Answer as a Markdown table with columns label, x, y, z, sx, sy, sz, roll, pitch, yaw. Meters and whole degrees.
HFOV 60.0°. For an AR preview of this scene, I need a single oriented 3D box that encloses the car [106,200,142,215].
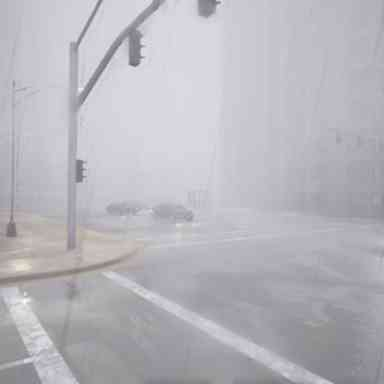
| label | x | y | z | sx | sy | sz | roll | pitch | yaw |
| --- | --- | --- | --- | --- | --- | --- | --- | --- | --- |
| car | -7.677 | 1.786 | 36.252 | 1.895 | 1.301 | 4.718 | 1 | -1 | -36 |

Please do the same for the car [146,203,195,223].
| label | x | y | z | sx | sy | sz | roll | pitch | yaw |
| --- | --- | --- | --- | --- | --- | --- | --- | --- | --- |
| car | -1.697 | 1.691 | 28.024 | 1.837 | 1.490 | 4.892 | 1 | 0 | -36 |

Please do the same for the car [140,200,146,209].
| label | x | y | z | sx | sy | sz | roll | pitch | yaw |
| --- | --- | --- | --- | --- | --- | --- | --- | --- | --- |
| car | -8.393 | 1.779 | 43.485 | 2.033 | 1.411 | 5.357 | 1 | -1 | -36 |

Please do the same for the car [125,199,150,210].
| label | x | y | z | sx | sy | sz | roll | pitch | yaw |
| --- | --- | --- | --- | --- | --- | --- | --- | --- | --- |
| car | -8.103 | 1.840 | 49.180 | 1.994 | 1.385 | 4.181 | 1 | 0 | -33 |
